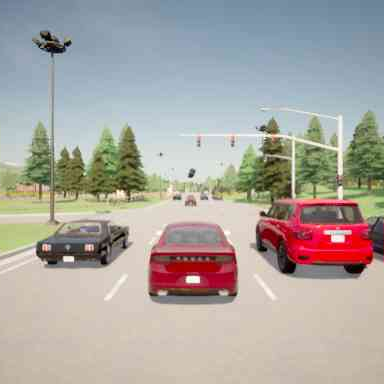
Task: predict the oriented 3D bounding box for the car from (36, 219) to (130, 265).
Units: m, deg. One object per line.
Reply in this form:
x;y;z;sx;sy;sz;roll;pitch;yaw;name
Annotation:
-3.463;1.593;11.582;1.895;1.301;4.718;0;0;0;car

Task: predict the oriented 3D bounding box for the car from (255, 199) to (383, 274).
3.533;1.214;10.698;2.150;2.045;5.566;0;0;0;car

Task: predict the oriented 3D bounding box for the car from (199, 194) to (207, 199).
3.142;1.292;94.296;2.128;1.511;4.902;0;0;0;car

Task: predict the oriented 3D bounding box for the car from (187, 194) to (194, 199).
-0.358;1.362;94.312;1.895;1.301;4.718;0;0;0;car

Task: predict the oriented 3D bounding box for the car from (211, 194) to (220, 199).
6.642;1.307;94.309;2.033;1.411;5.357;0;0;0;car

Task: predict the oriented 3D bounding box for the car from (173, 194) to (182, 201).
-3.818;1.411;83.849;1.882;1.535;5.008;0;0;0;car

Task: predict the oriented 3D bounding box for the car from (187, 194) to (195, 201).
-0.318;1.411;83.863;1.882;1.535;5.008;0;0;0;car

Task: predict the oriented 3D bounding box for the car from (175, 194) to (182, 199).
-3.858;1.245;94.269;1.882;1.535;5.008;0;0;0;car

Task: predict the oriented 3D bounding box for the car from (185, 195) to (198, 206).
-0.201;1.489;53.250;1.812;1.442;4.674;0;0;0;car

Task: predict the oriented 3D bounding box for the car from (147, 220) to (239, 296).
0.030;1.472;8.648;1.882;1.535;5.008;0;0;0;car

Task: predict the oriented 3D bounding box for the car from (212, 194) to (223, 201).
6.682;1.459;83.889;2.128;1.511;4.902;0;0;0;car

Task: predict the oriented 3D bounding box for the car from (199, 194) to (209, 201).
3.180;1.458;84.293;1.812;1.442;4.674;0;0;0;car
